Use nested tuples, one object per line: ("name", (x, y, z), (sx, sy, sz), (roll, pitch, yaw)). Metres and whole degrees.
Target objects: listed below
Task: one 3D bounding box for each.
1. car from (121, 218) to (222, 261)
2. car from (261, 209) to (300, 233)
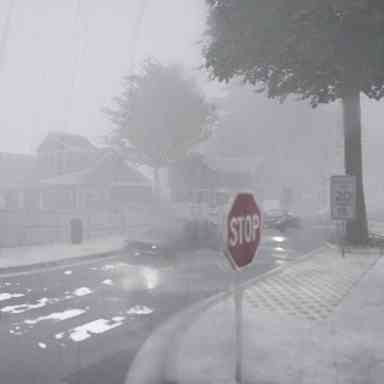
("car", (-0.391, 1.829, 13.903), (2.033, 1.411, 5.357), (0, -1, 36))
("car", (5.965, 1.901, 22.684), (1.812, 1.442, 4.674), (0, -1, 36))
